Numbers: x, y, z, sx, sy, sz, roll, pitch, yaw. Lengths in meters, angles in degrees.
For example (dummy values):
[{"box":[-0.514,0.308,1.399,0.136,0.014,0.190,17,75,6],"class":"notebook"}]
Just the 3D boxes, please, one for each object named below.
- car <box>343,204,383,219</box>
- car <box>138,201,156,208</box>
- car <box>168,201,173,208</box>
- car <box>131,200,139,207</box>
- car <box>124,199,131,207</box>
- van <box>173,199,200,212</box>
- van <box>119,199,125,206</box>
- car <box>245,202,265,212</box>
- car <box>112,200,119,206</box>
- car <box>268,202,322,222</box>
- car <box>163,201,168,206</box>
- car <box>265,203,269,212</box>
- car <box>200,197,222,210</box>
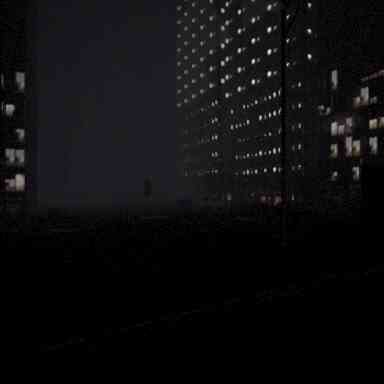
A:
[{"box":[16.327,1.740,31.201,2.008,1.369,4.403,-1,-1,-25],"class":"car"},{"box":[-8.097,2.416,63.196,2.008,1.369,4.403,-1,-1,-25],"class":"car"},{"box":[-2.361,2.325,64.406,1.882,1.535,5.008,0,-1,-25],"class":"car"},{"box":[-10.432,2.489,68.127,1.752,1.417,4.829,-1,-1,-25],"class":"car"},{"box":[-12.911,2.614,73.363,1.887,1.381,4.507,-1,-1,-25],"class":"car"},{"box":[-0.880,1.907,47.950,1.690,1.788,3.998,-1,-1,-25],"class":"van"},{"box":[-15.323,2.514,78.447,1.690,1.788,3.998,-1,-1,-25],"class":"van"},{"box":[9.106,2.044,46.451,1.947,1.339,4.313,-1,-1,-25],"class":"car"},{"box":[-20.132,2.925,88.611,1.887,1.381,4.507,-1,-1,-25],"class":"car"},{"box":[8.754,1.730,27.614,2.008,1.369,4.403,-1,-1,-25],"class":"car"},{"box":[-5.337,2.662,76.949,1.802,1.307,4.206,-1,-1,-25],"class":"car"},{"box":[11.513,1.947,41.368,1.947,1.339,4.313,-1,-1,-25],"class":"car"},{"box":[2.775,1.852,53.604,2.150,2.045,5.566,0,-2,-24],"class":"car"}]
